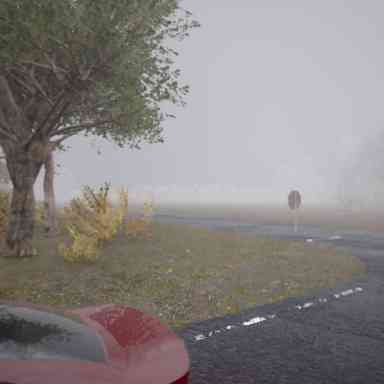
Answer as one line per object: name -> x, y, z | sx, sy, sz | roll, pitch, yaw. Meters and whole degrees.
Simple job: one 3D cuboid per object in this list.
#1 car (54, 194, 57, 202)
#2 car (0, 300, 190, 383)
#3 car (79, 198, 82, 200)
car -> -35.805, 1.401, 84.906 | 2.150, 2.045, 5.566 | 1, 0, -28
car -> -2.291, 1.476, 1.600 | 5.008, 1.535, 1.882 | 0, 0, -35
car -> -16.593, 1.643, 49.249 | 2.033, 1.411, 5.357 | 1, -1, -35
